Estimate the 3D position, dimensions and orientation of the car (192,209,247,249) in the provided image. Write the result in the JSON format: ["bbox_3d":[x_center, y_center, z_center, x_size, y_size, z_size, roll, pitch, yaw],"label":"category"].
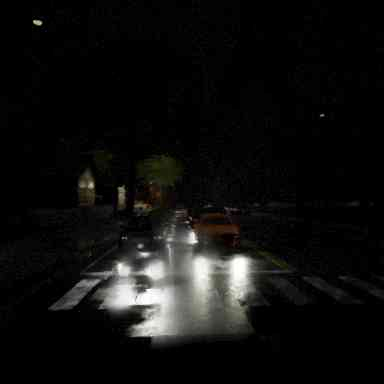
[{"bbox_3d":[1.168,1.824,16.519,1.882,1.535,5.008,0,-1,-2],"label":"car"}]

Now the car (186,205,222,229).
[{"bbox_3d":[0.788,2.053,25.975,2.128,1.511,4.902,0,-1,-2],"label":"car"}]

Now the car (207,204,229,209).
[{"bbox_3d":[3.409,2.506,45.176,1.837,1.490,4.892,0,-1,-1],"label":"car"}]

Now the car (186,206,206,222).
[{"bbox_3d":[0.386,2.345,36.336,2.033,1.411,5.357,0,-1,-1],"label":"car"}]

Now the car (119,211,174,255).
[{"bbox_3d":[-2.020,1.811,14.893,2.128,1.511,4.902,0,-1,-2],"label":"car"}]

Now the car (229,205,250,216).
[{"bbox_3d":[6.651,2.569,45.752,1.994,1.385,4.181,0,-1,-2],"label":"car"}]

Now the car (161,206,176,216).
[{"bbox_3d":[-3.242,2.633,46.982,1.994,1.385,4.181,0,-2,-2],"label":"car"}]

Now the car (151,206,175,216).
[{"bbox_3d":[-2.398,2.038,24.303,1.837,1.490,4.892,0,-1,-2],"label":"car"}]

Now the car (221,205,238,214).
[{"bbox_3d":[6.197,2.831,55.708,2.033,1.411,5.357,0,-2,-2],"label":"car"}]
